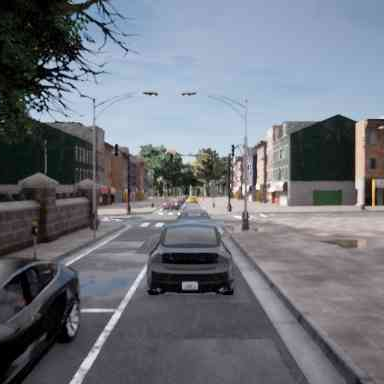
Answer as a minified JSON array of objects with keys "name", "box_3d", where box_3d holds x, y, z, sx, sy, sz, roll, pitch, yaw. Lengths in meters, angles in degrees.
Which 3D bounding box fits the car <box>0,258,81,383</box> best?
[{"name":"car","box_3d":[-2.641,1.566,3.742,1.947,1.339,4.313,-1,0,0]}]

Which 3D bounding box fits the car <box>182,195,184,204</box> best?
[{"name":"car","box_3d":[-2.614,1.494,47.497,1.967,1.590,4.097,-1,0,0]}]

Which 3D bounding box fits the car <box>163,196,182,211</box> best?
[{"name":"car","box_3d":[-2.618,1.483,42.062,1.967,1.590,4.097,-1,0,0]}]

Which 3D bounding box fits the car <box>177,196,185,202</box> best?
[{"name":"car","box_3d":[-2.592,1.701,80.105,1.947,1.339,4.313,-1,0,0]}]

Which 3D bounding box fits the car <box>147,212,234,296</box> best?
[{"name":"car","box_3d":[-0.017,1.506,8.626,1.837,1.490,4.892,0,0,0]}]

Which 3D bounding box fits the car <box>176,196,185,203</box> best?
[{"name":"car","box_3d":[-2.596,1.665,74.671,1.887,1.381,4.507,-1,0,0]}]

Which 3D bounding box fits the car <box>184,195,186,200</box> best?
[{"name":"car","box_3d":[-2.603,1.637,63.801,1.887,1.381,4.507,-1,0,0]}]

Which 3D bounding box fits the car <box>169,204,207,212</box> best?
[{"name":"car","box_3d":[0.111,1.554,16.478,2.033,1.411,5.357,0,0,0]}]

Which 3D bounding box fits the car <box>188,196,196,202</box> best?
[{"name":"car","box_3d":[0.056,1.683,82.647,2.033,1.411,5.357,0,0,0]}]

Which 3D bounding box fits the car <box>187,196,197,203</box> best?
[{"name":"car","box_3d":[0.146,1.584,69.397,1.882,1.535,5.008,0,0,0]}]
